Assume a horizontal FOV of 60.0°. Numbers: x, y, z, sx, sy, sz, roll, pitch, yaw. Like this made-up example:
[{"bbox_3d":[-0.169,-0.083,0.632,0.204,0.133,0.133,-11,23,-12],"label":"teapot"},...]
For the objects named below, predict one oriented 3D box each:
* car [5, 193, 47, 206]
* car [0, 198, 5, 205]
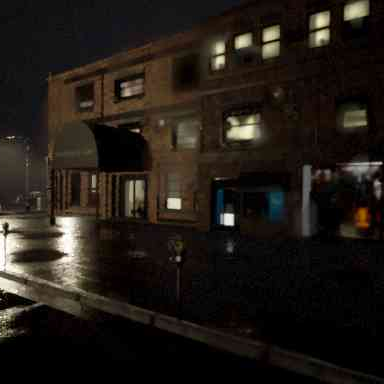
[{"bbox_3d":[-21.635,0.919,44.264,2.097,1.767,4.553,1,1,36],"label":"car"},{"bbox_3d":[-24.139,1.053,46.353,2.033,1.411,5.357,1,1,36],"label":"car"}]
